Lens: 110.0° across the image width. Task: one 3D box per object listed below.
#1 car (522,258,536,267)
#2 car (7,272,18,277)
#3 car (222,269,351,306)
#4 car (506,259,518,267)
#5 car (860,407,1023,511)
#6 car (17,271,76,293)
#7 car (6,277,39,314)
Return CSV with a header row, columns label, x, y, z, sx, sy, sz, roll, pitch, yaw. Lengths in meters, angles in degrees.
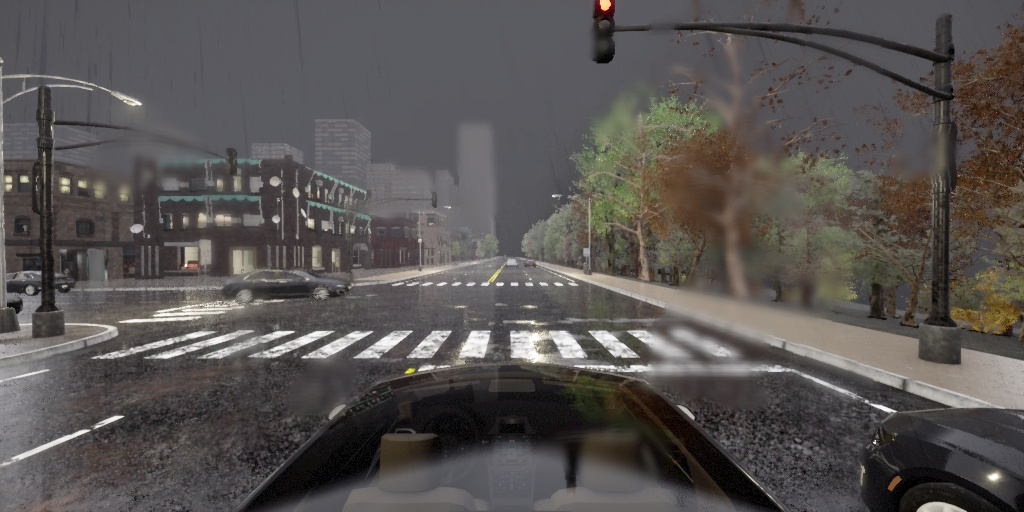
label,x,y,z,sx,sy,sz,roll,pitch,yaw
car,3.224,1.252,63.392,1.812,1.442,4.674,0,0,0
car,-24.751,1.530,15.161,4.892,1.490,1.837,0,1,0
car,-9.814,1.290,15.905,4.892,1.490,1.837,-2,1,-11
car,-0.029,1.252,63.289,1.812,1.442,4.674,0,0,0
car,3.352,1.255,0.459,1.837,1.490,4.892,0,0,0
car,-28.320,1.560,20.954,4.403,1.370,2.007,0,0,0
car,-19.969,1.565,12.459,4.313,1.339,1.948,0,0,0
